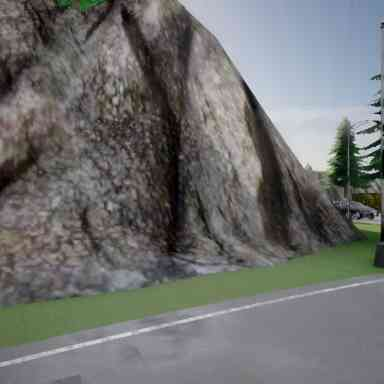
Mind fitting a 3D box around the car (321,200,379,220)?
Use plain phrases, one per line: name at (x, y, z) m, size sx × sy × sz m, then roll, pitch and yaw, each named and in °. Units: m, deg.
car at (13.420, 1.492, 28.473) m, size 2.128 × 1.511 × 4.902 m, roll 0°, pitch 0°, yaw -25°
